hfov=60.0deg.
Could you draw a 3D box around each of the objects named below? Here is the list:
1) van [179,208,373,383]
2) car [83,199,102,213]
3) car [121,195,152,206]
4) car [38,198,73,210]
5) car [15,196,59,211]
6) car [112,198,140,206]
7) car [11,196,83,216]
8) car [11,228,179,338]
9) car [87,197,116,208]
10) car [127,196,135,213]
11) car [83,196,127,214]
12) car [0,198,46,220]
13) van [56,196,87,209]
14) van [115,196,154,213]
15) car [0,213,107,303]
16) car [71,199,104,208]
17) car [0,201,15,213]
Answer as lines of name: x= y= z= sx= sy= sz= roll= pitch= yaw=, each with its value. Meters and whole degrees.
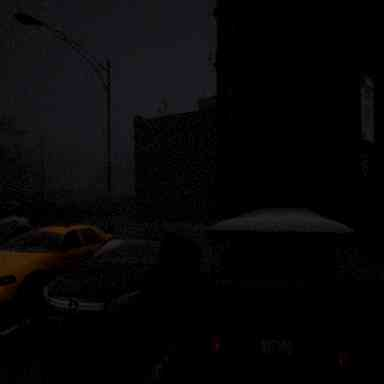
van: x=1.396 y=1.279 z=5.317 sx=1.878 sy=1.987 sz=4.442 roll=0 pitch=-1 yaw=16
car: x=-12.288 y=1.798 z=34.492 sx=4.792 sy=1.488 sz=2.163 roll=0 pitch=0 yaw=14
car: x=-11.020 y=1.696 z=66.626 sx=5.566 sy=2.045 sz=2.435 roll=-1 pitch=-1 yaw=14
car: x=-21.183 y=1.809 z=51.617 sx=4.553 sy=1.767 sz=2.185 roll=-1 pitch=-1 yaw=14
car: x=-22.821 y=1.680 z=49.106 sx=5.566 sy=2.045 sz=2.435 roll=-1 pitch=-1 yaw=14
car: x=-12.650 y=1.974 z=64.105 sx=4.792 sy=1.488 sz=2.163 roll=-1 pitch=-1 yaw=14
car: x=-13.891 y=1.515 z=32.055 sx=5.566 sy=2.045 sz=2.435 roll=0 pitch=0 yaw=14
car: x=-1.070 y=1.570 z=6.948 sx=2.002 sy=1.452 sz=4.674 roll=0 pitch=-1 yaw=15
car: x=-16.039 y=1.815 z=59.089 sx=4.553 sy=1.767 sz=2.185 roll=-1 pitch=-1 yaw=14
car: x=-8.971 y=1.523 z=39.403 sx=5.566 sy=2.045 sz=2.435 roll=0 pitch=0 yaw=14
car: x=-10.631 y=1.520 z=36.953 sx=5.566 sy=2.045 sz=2.435 roll=0 pitch=0 yaw=14
car: x=-8.418 y=1.360 z=12.208 sx=2.435 sy=2.045 sz=5.566 roll=0 pitch=-1 yaw=15
van: x=-19.574 y=1.713 z=54.131 sx=4.442 sy=1.987 sz=1.878 roll=-1 pitch=-1 yaw=14
van: x=-7.171 y=1.552 z=41.828 sx=4.442 sy=1.987 sz=1.878 roll=0 pitch=0 yaw=14
car: x=-3.569 y=1.551 z=8.510 sx=1.946 sy=1.575 sz=5.366 roll=0 pitch=-1 yaw=15
car: x=-17.768 y=1.940 z=56.612 sx=4.892 sy=1.521 sz=2.231 roll=-1 pitch=-1 yaw=14
car: x=-26.259 y=1.956 z=44.086 sx=4.792 sy=1.488 sz=2.163 roll=-1 pitch=-1 yaw=14
